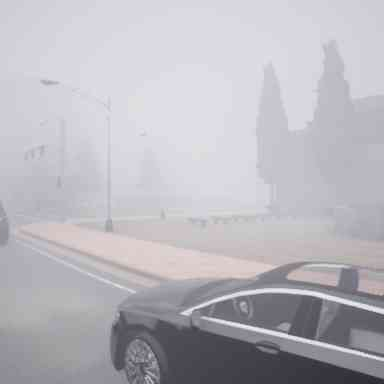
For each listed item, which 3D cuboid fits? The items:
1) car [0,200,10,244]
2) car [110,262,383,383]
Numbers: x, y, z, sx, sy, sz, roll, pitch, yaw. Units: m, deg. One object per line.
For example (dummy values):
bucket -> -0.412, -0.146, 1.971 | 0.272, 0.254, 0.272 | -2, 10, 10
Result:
car -> -10.137, 1.320, 15.495 | 2.150, 2.045, 5.566 | 0, -1, -40
car -> 1.188, 1.512, 3.395 | 4.902, 1.511, 2.128 | 0, 0, 38
